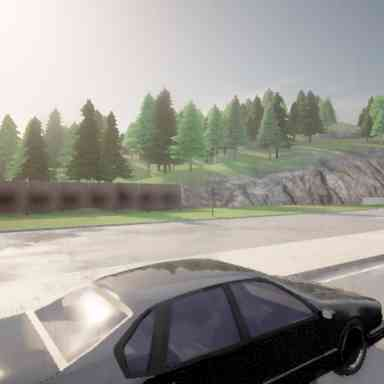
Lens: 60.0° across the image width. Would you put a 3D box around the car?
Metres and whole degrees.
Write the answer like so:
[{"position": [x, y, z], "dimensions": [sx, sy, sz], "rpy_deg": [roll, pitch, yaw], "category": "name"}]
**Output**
[{"position": [0.118, 1.550, 3.831], "dimensions": [5.357, 1.411, 2.033], "rpy_deg": [0, 0, -36], "category": "car"}]
